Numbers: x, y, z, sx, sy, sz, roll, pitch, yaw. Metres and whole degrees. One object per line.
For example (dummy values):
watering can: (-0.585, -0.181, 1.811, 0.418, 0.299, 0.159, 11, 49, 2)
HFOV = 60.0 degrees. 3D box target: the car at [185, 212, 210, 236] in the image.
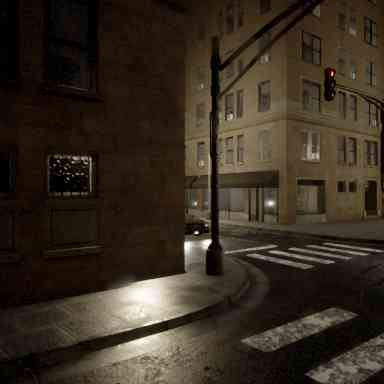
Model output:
car: (-1.331, 1.515, 17.726, 2.033, 1.411, 5.357, 0, 0, -36)
